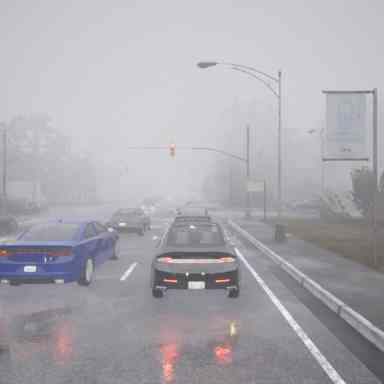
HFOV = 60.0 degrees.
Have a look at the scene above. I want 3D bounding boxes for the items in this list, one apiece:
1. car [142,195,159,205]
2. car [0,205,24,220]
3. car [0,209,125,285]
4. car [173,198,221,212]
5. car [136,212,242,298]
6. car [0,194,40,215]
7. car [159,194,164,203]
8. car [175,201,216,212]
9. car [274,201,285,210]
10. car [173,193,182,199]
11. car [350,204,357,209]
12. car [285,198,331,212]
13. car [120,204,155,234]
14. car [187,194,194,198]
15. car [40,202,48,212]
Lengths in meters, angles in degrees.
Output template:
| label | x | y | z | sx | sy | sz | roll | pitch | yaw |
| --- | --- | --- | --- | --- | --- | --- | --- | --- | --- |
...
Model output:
| label | x | y | z | sx | sy | sz | roll | pitch | yaw |
| --- | --- | --- | --- | --- | --- | --- | --- | --- | --- |
| car | -7.278 | 1.511 | 56.622 | 1.837 | 1.490 | 4.892 | 0 | 0 | 0 |
| car | -10.645 | 1.566 | 16.743 | 1.994 | 1.385 | 4.181 | 0 | 0 | 0 |
| car | -3.431 | 1.479 | 9.511 | 1.882 | 1.535 | 5.008 | 0 | 0 | 0 |
| car | 0.694 | 1.604 | 35.123 | 4.718 | 1.301 | 1.895 | 0 | 0 | 3 |
| car | 0.073 | 1.492 | 8.507 | 2.128 | 1.511 | 4.902 | 0 | 0 | 0 |
| car | -18.246 | 1.225 | 32.338 | 5.566 | 2.045 | 2.150 | 0 | 0 | 7 |
| car | -7.261 | 1.512 | 65.990 | 1.837 | 1.490 | 4.892 | 0 | 0 | 0 |
| car | 0.038 | 1.480 | 18.003 | 1.882 | 1.535 | 5.008 | 0 | 0 | 0 |
| car | 12.852 | 1.496 | 41.700 | 4.902 | 1.511 | 2.128 | 0 | 0 | 3 |
| car | -3.800 | 1.480 | 85.316 | 1.882 | 1.535 | 5.008 | 0 | 0 | 0 |
| car | 22.589 | 1.547 | 41.172 | 5.357 | 1.411 | 2.033 | 0 | 0 | 3 |
| car | 13.570 | 1.530 | 38.142 | 4.674 | 1.442 | 1.812 | 0 | 0 | 3 |
| car | -3.463 | 1.566 | 18.503 | 1.994 | 1.385 | 4.181 | 0 | 0 | 0 |
| car | -0.301 | 1.527 | 85.712 | 2.128 | 1.511 | 4.902 | 0 | 0 | 0 |
| car | -18.113 | 1.356 | 36.118 | 4.553 | 1.767 | 2.097 | 0 | 0 | 3 |
